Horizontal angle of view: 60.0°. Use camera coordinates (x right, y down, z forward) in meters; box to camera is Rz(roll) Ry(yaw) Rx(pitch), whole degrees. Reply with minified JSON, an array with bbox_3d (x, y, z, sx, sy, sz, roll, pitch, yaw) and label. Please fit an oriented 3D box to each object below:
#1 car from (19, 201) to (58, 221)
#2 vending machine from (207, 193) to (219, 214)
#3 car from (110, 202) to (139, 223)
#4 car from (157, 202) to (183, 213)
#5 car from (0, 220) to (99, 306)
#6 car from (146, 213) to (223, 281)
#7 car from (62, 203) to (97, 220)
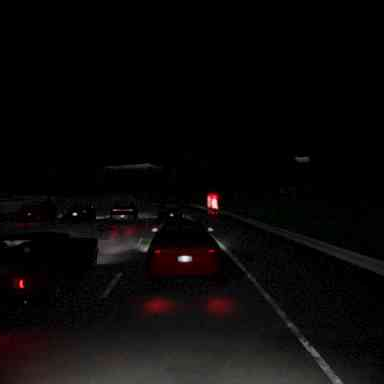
[{"bbox_3d":[-12.431,1.485,27.189,1.882,1.535,5.008,0,0,-8],"label":"car"},{"bbox_3d":[2.170,1.167,34.221,1.100,2.100,0.880,0,0,-9],"label":"vending machine"},{"bbox_3d":[-5.179,1.485,25.727,2.128,1.511,4.902,0,0,-7],"label":"car"},{"bbox_3d":[-1.791,1.511,26.792,1.812,1.442,4.674,0,0,-7],"label":"car"},{"bbox_3d":[-3.646,1.603,7.947,1.895,1.301,4.718,0,0,-2],"label":"car"},{"bbox_3d":[-0.266,1.557,9.913,1.994,1.385,4.181,0,0,-3],"label":"car"},{"bbox_3d":[-8.772,1.565,26.172,1.994,1.385,4.181,0,0,-7],"label":"car"}]
